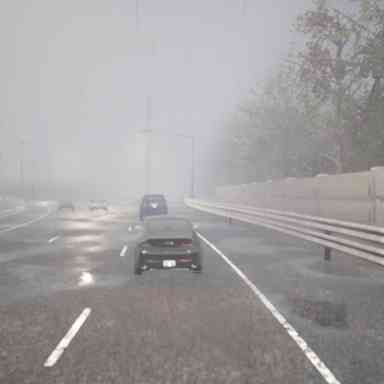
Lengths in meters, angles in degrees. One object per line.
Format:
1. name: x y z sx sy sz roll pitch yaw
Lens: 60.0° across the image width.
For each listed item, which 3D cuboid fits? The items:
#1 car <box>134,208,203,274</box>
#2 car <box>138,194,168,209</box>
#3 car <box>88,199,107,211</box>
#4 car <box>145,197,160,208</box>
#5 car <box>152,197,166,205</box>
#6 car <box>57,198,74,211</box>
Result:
1. car: -0.782 1.485 10.590 1.837 1.490 4.892 0 1 -5
2. car: -3.199 1.169 27.227 2.150 2.045 5.566 0 0 -9
3. car: -11.343 1.534 39.799 1.895 1.301 4.718 0 0 -21
4. car: -5.453 1.437 46.542 1.812 1.442 4.674 0 0 -3
5. car: -5.766 1.487 58.757 1.895 1.301 4.718 0 0 0
6. car: -15.403 1.485 40.526 2.033 1.411 5.357 0 0 -23
